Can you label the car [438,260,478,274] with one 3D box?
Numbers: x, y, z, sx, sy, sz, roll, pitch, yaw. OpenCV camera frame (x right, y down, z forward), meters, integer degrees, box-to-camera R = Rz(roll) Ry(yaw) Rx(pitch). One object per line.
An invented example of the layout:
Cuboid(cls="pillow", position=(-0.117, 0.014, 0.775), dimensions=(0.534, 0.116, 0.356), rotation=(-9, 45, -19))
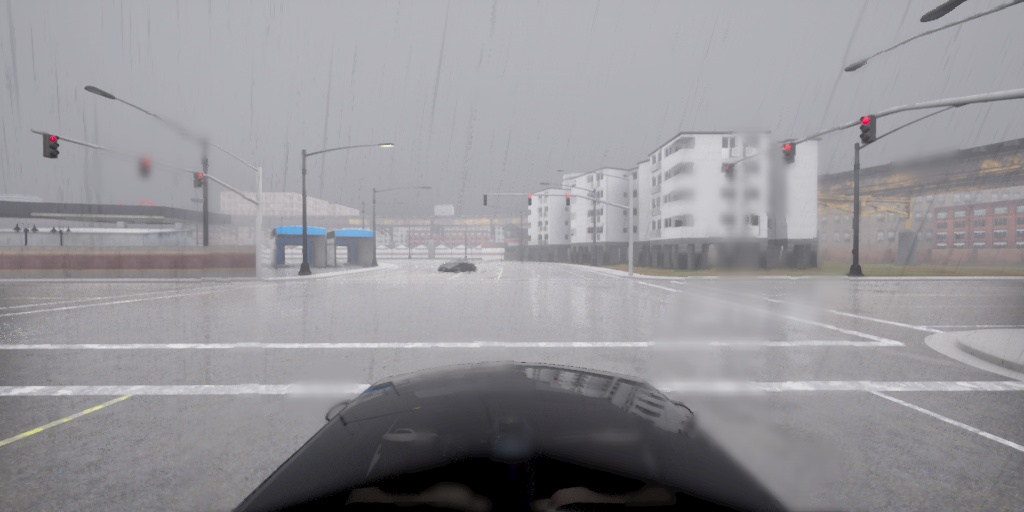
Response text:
Cuboid(cls="car", position=(-5.256, 1.045, 35.009), dimensions=(1.994, 1.385, 4.181), rotation=(1, 2, 33))
